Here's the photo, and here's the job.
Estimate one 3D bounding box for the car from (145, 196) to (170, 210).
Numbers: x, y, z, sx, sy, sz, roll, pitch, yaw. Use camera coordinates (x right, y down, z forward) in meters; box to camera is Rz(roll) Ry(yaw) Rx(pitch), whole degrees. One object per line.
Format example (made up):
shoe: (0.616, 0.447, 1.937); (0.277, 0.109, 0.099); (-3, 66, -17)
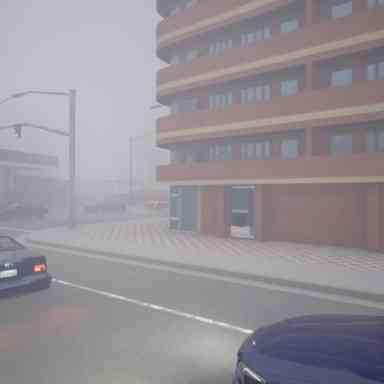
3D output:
car: (-4.063, 1.389, 43.244); (2.097, 1.767, 4.553); (0, 0, 34)

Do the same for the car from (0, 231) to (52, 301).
car: (-5.342, 1.545, 7.693); (5.357, 1.411, 2.033); (0, 0, 38)

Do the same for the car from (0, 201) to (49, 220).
car: (-14.438, 1.523, 27.985); (1.812, 1.442, 4.674); (0, 0, 34)

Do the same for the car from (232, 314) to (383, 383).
car: (2.513, 1.536, 2.201); (4.674, 1.442, 1.812); (0, 0, 35)

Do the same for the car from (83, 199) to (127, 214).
car: (-9.250, 1.494, 35.629); (1.882, 1.535, 5.008); (0, 0, 34)
